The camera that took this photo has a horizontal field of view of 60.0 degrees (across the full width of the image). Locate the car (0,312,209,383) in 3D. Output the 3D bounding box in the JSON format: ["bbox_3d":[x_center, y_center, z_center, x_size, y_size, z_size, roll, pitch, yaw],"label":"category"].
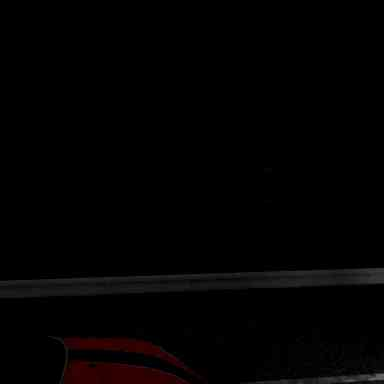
[{"bbox_3d":[-1.880,1.352,1.634,4.553,1.767,2.097,0,0,-6],"label":"car"}]
